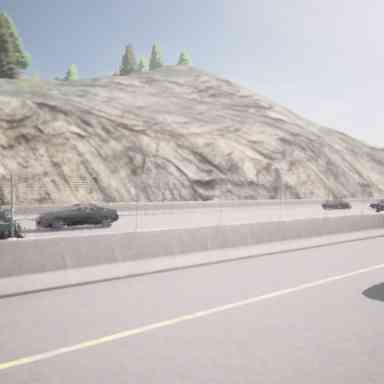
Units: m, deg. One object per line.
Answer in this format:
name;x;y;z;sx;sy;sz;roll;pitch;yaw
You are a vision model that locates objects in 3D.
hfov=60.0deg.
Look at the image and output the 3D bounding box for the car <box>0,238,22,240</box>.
car;-8.168;1.352;11.063;4.553;1.767;2.097;0;0;-36
